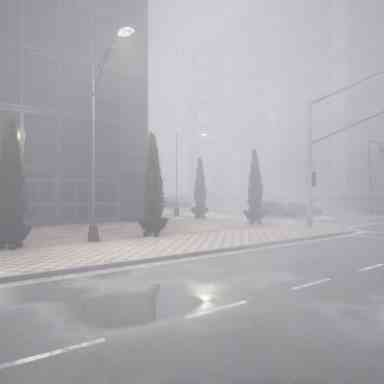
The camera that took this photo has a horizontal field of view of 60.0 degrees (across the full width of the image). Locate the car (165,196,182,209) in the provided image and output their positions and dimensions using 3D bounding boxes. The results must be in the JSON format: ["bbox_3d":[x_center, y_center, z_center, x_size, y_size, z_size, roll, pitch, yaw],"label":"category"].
[{"bbox_3d":[-3.951,1.533,45.992,1.882,1.535,5.008,0,0,-36],"label":"car"}]

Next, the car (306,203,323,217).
[{"bbox_3d":[10.435,1.619,32.193,1.994,1.385,4.181,0,0,-36],"label":"car"}]

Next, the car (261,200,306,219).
[{"bbox_3d":[7.518,1.560,30.252,1.837,1.490,4.892,0,0,-36],"label":"car"}]

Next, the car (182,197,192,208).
[{"bbox_3d":[-1.931,1.407,49.167,2.097,1.767,4.553,0,0,-36],"label":"car"}]
